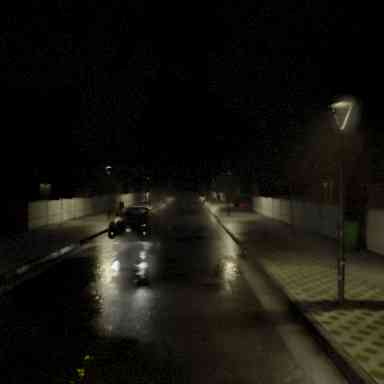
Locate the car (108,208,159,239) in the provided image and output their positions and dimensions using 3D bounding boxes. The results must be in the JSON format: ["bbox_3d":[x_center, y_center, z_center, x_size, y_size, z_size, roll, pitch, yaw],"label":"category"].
[{"bbox_3d":[-2.773,1.480,16.507,1.994,1.385,4.181,0,0,1],"label":"car"}]
